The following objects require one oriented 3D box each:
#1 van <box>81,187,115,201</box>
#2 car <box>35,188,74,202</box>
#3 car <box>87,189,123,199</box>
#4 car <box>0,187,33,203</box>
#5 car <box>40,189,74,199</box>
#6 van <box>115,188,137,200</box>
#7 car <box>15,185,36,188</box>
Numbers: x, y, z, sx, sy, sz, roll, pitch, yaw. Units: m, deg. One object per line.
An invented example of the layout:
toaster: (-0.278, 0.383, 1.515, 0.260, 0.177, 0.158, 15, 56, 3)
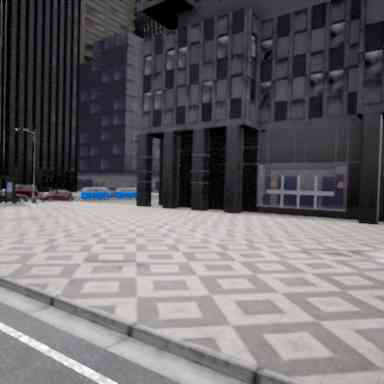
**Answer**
van: (-12.415, 0.282, 43.057, 1.690, 1.788, 3.998, 2, 1, 35)
car: (-15.686, 0.525, 38.416, 1.802, 1.307, 4.206, 2, 1, 35)
car: (-13.403, 0.293, 51.833, 2.033, 1.411, 5.357, 2, 1, 35)
car: (-18.950, 0.497, 33.770, 2.008, 1.369, 4.403, 2, 1, 35)
car: (-19.394, 0.241, 47.959, 1.802, 1.307, 4.206, 2, 1, 35)
van: (-9.152, 0.281, 47.702, 1.690, 1.788, 3.998, 2, 1, 35)
car: (-22.651, -0.024, 43.308, 2.192, 1.841, 5.009, 2, 1, 35)
